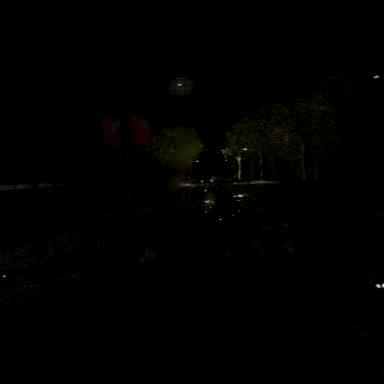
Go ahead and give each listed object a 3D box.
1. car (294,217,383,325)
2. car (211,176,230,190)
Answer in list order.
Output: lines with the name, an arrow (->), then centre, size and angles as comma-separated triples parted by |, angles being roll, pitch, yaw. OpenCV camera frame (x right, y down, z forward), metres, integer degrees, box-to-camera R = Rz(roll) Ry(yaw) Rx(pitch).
car -> 3.446, 1.216, 6.476 | 1.994, 1.385, 4.181 | -2, 3, 1
car -> 4.468, -1.371, 50.987 | 2.150, 2.045, 5.566 | -2, 4, 1
